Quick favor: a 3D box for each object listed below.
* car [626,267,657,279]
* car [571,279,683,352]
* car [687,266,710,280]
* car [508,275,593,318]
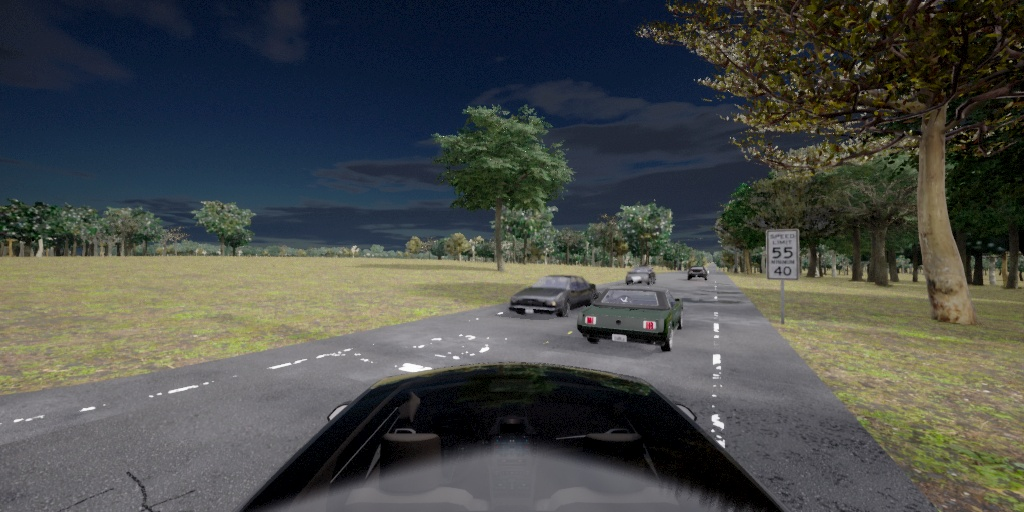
[{"bbox_3d":[10.765,1.659,29.766,2.128,1.511,4.902,0,-1,30],"label":"car"},{"bbox_3d":[3.334,1.449,9.383,1.895,1.301,4.718,0,-1,30],"label":"car"},{"bbox_3d":[20.314,1.848,39.182,1.837,1.490,4.892,0,-1,30],"label":"car"},{"bbox_3d":[1.882,1.460,14.124,2.033,1.411,5.357,0,-1,30],"label":"car"}]
